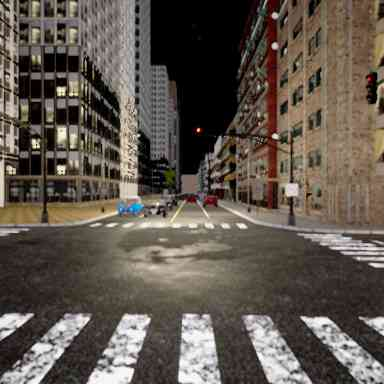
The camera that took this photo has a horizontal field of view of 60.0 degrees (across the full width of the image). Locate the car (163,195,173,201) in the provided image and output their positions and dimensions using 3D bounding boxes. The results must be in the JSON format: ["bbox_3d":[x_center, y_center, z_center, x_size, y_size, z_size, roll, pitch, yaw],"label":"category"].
[{"bbox_3d":[-5.836,1.445,80.848,2.008,1.369,4.403,0,0,0],"label":"car"}]

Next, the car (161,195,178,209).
[{"bbox_3d":[-3.159,1.431,39.283,2.128,1.511,4.902,0,0,0],"label":"car"}]

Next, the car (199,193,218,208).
[{"bbox_3d":[2.604,1.244,47.558,2.192,1.841,5.009,0,0,0],"label":"car"}]

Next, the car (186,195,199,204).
[{"bbox_3d":[-0.104,1.392,59.979,1.882,1.535,5.008,0,0,0],"label":"car"}]

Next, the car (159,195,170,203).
[{"bbox_3d":[-5.816,1.344,69.745,1.967,1.590,4.097,0,0,0],"label":"car"}]

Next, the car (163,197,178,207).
[{"bbox_3d":[-3.122,1.491,49.291,1.994,1.385,4.181,0,0,1],"label":"car"}]

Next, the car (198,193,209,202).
[{"bbox_3d":[2.554,1.214,75.312,2.192,1.841,5.009,0,0,0],"label":"car"}]

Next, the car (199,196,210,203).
[{"bbox_3d":[2.565,1.455,69.762,2.008,1.369,4.403,0,0,0],"label":"car"}]

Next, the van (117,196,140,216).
[{"bbox_3d":[-5.746,1.291,30.889,1.690,1.788,3.998,0,0,0],"label":"van"}]

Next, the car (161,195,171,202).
[{"bbox_3d":[-5.826,1.424,75.127,1.752,1.417,4.829,0,0,0],"label":"car"}]

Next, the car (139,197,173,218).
[{"bbox_3d":[-3.151,1.443,29.824,2.128,1.511,4.902,0,0,0],"label":"car"}]

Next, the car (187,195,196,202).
[{"bbox_3d":[-0.124,1.349,70.431,1.895,1.301,4.718,0,0,0],"label":"car"}]

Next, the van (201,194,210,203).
[{"bbox_3d":[2.574,1.251,64.211,1.690,1.788,3.998,0,0,0],"label":"van"}]

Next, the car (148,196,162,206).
[{"bbox_3d":[-5.786,1.448,52.923,1.752,1.417,4.829,0,0,0],"label":"car"}]
